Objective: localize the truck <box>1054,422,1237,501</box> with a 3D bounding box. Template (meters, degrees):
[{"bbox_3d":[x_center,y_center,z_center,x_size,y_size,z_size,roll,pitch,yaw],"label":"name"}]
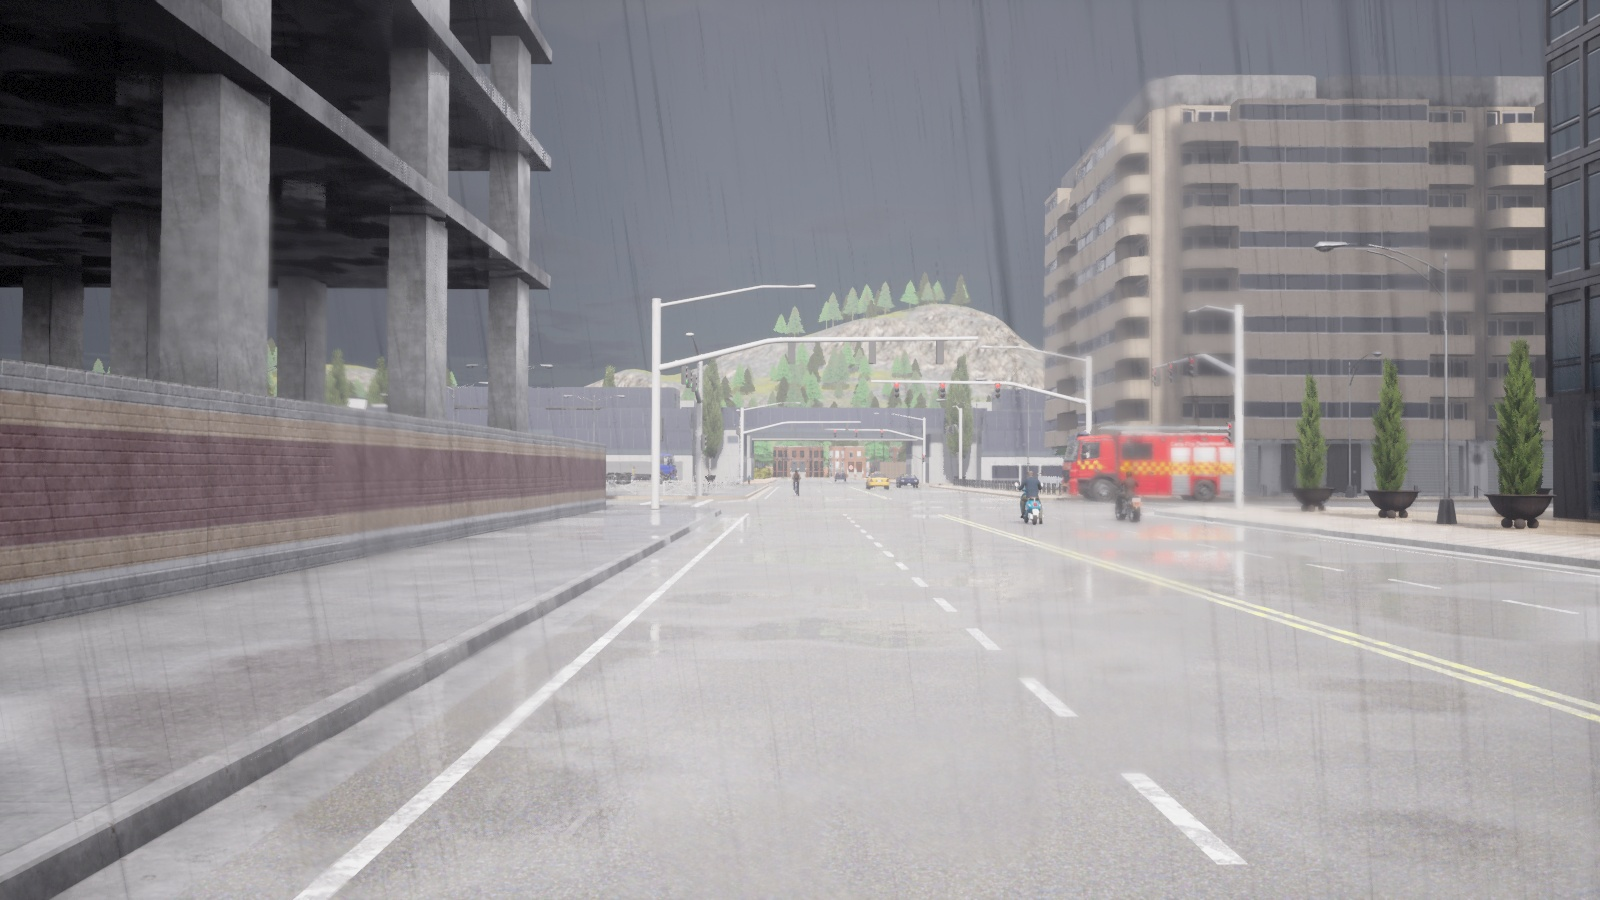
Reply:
[{"bbox_3d":[17.397,0.600,63.686,8.468,3.827,2.891,0,-1,2],"label":"truck"}]

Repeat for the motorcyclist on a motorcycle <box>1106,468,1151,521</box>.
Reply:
[{"bbox_3d":[10.392,1.390,39.816,0.766,1.649,2.350,0,-1,0],"label":"motorcyclist on a motorcycle"}]

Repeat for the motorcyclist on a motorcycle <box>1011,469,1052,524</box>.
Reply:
[{"bbox_3d":[6.898,1.369,37.519,0.866,1.590,1.817,0,-1,0],"label":"motorcyclist on a motorcycle"}]
